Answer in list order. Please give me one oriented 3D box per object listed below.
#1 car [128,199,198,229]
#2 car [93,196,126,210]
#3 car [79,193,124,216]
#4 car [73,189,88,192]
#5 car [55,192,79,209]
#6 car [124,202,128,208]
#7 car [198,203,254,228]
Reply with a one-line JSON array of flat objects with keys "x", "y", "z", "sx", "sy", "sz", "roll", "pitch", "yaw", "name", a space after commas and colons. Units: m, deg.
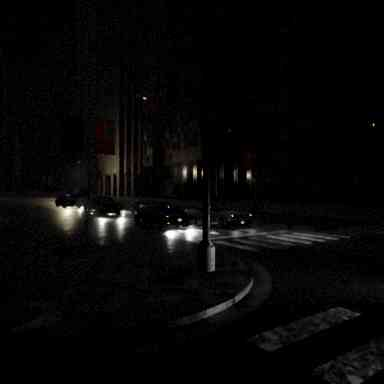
[{"x": -1.821, "y": 1.324, "z": 19.830, "sx": 1.994, "sy": 1.385, "sz": 4.181, "roll": 0, "pitch": 1, "yaw": -35, "name": "car"}, {"x": -8.914, "y": 1.155, "z": 35.625, "sx": 1.895, "sy": 1.301, "sz": 4.718, "roll": 0, "pitch": 1, "yaw": -35, "name": "car"}, {"x": -7.679, "y": 1.107, "z": 28.190, "sx": 1.882, "sy": 1.535, "sz": 5.008, "roll": 0, "pitch": 1, "yaw": -35, "name": "car"}, {"x": -22.174, "y": 0.376, "z": 66.180, "sx": 2.150, "sy": 2.045, "sz": 5.566, "roll": 0, "pitch": 1, "yaw": -35, "name": "car"}, {"x": -13.754, "y": 1.043, "z": 36.862, "sx": 2.033, "sy": 1.411, "sz": 5.357, "roll": 0, "pitch": 1, "yaw": -35, "name": "car"}, {"x": -3.691, "y": 1.270, "z": 28.160, "sx": 1.895, "sy": 1.301, "sz": 4.718, "roll": 0, "pitch": 1, "yaw": -35, "name": "car"}, {"x": 1.586, "y": 1.388, "z": 20.660, "sx": 1.895, "sy": 1.301, "sz": 4.718, "roll": 0, "pitch": 1, "yaw": -36, "name": "car"}]
